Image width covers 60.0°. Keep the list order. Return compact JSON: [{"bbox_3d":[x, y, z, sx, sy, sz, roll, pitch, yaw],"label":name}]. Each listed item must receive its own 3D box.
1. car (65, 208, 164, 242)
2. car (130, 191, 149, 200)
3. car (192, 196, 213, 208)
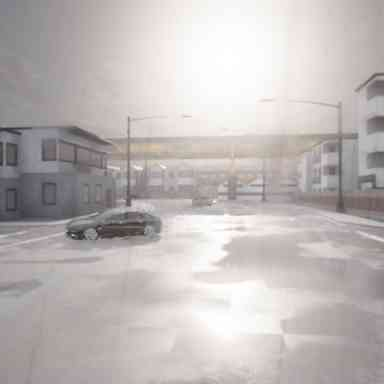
[{"bbox_3d":[-3.796,1.602,16.847,4.892,1.490,1.837,0,5,-31],"label":"car"},{"bbox_3d":[-10.295,0.668,64.459,2.097,1.767,4.553,0,0,-44],"label":"car"},{"bbox_3d":[1.271,1.210,41.347,1.895,1.301,4.718,0,1,-9],"label":"car"}]
